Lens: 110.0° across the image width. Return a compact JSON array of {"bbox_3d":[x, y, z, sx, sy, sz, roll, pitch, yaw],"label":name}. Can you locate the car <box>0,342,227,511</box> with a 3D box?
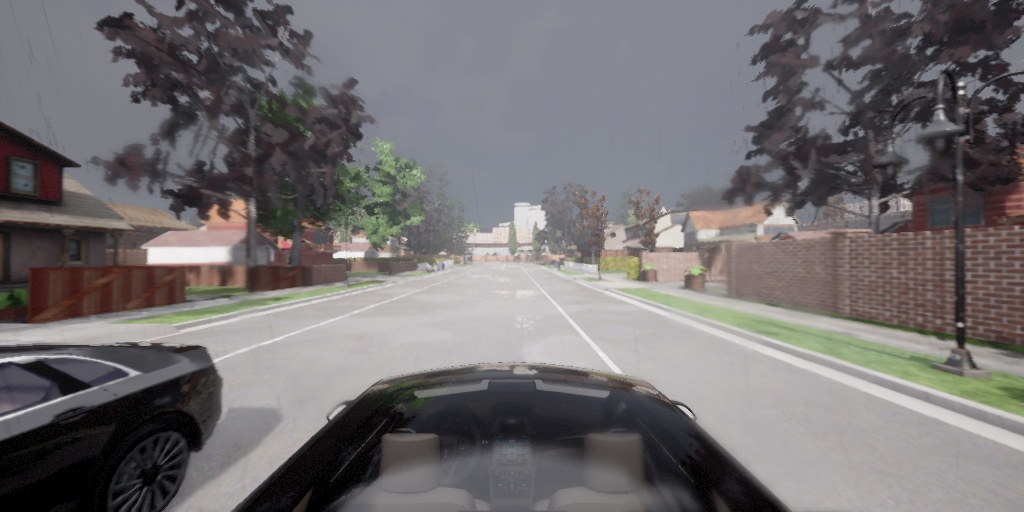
[{"bbox_3d":[-3.597,1.240,1.295,2.128,1.511,4.902,0,0,0],"label":"car"}]
